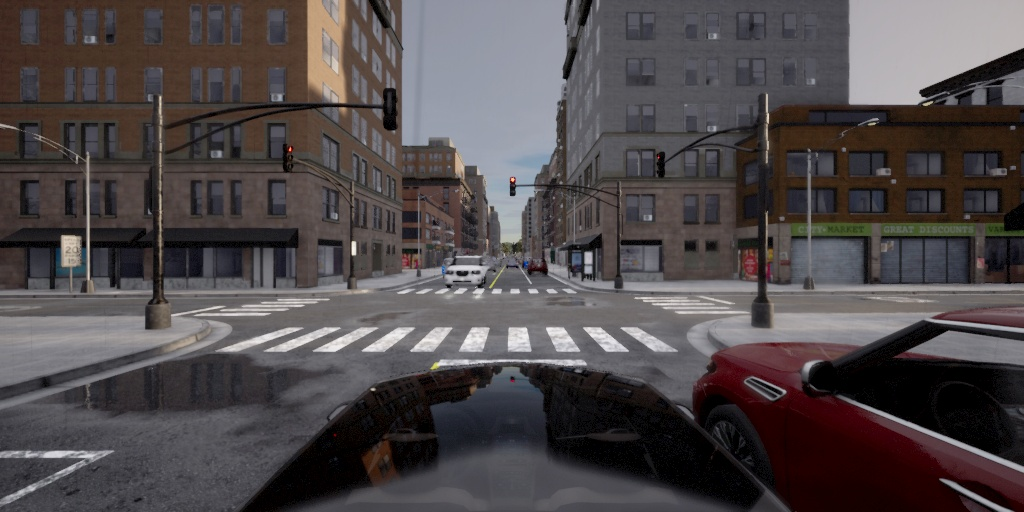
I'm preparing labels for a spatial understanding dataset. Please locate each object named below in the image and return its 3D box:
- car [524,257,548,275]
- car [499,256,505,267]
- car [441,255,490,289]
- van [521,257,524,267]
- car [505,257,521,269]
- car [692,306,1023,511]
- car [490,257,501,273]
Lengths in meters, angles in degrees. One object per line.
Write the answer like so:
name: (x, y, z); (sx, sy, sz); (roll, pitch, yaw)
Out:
car: (2.715, 1.060, 38.538); (2.192, 1.841, 5.009); (0, 0, 0)
car: (-2.734, 1.250, 62.509); (2.128, 1.511, 4.902); (0, 0, 0)
car: (-2.842, 0.969, 23.178); (2.150, 2.045, 5.566); (0, 0, 0)
van: (2.704, 1.084, 54.756); (1.690, 1.789, 3.998); (0, 0, 0)
car: (0.068, 1.306, 57.962); (1.994, 1.385, 4.181); (0, 0, 0)
car: (2.638, 1.065, 1.167); (2.192, 1.841, 5.009); (0, 0, 0)
car: (-2.834, 1.236, 42.959); (2.128, 1.511, 4.902); (0, 0, 0)
